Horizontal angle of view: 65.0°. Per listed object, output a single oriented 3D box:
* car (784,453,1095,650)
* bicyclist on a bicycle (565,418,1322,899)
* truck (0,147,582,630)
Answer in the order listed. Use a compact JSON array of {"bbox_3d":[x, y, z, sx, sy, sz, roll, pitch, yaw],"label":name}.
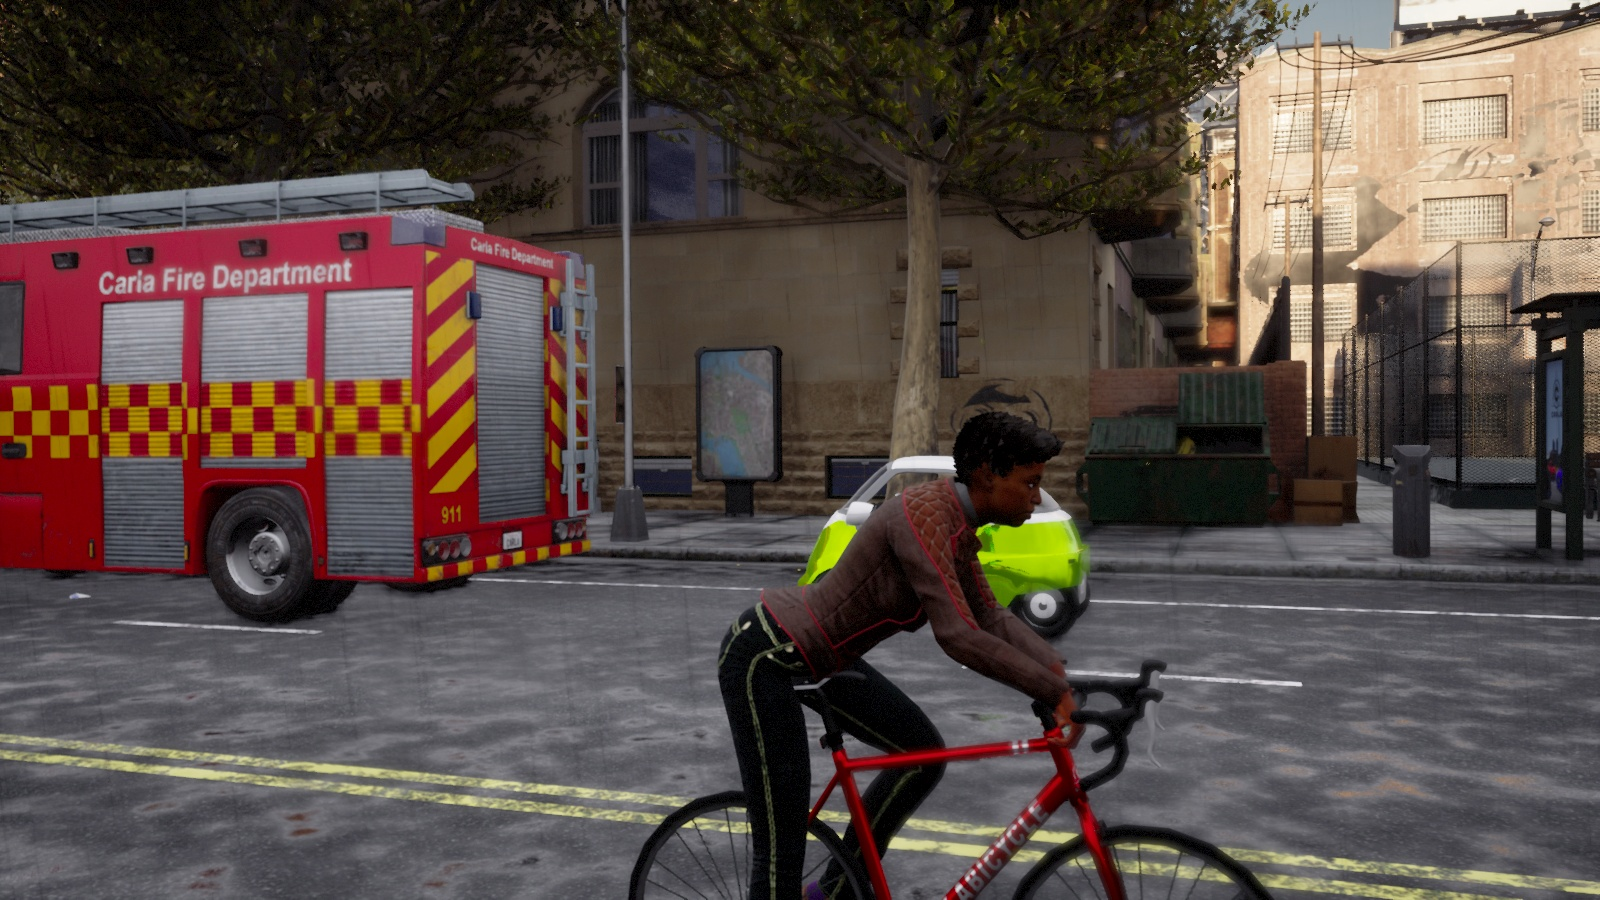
[{"bbox_3d":[1.169,0.734,10.136,2.207,1.376,1.481,1,1,19],"label":"car"},{"bbox_3d":[0.321,0.737,3.016,1.656,1.620,0.582,1,1,17],"label":"bicyclist on a bicycle"},{"bbox_3d":[-6.682,-0.526,12.679,8.468,3.827,2.891,0,1,19],"label":"truck"}]
